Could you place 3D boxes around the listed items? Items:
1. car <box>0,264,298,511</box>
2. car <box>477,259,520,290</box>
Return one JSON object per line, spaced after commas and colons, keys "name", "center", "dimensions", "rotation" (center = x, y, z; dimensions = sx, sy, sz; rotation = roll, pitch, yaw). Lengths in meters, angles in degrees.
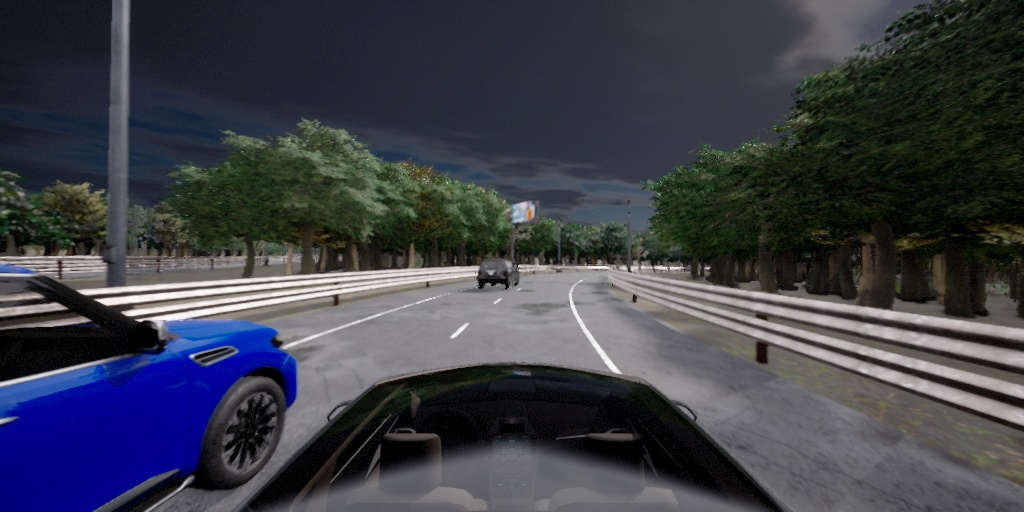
{"name": "car", "center": [-3.357, 0.956, 1.433], "dimensions": [2.150, 2.045, 5.566], "rotation": [0, 0, 0]}
{"name": "car", "center": [-0.851, 1.265, 25.810], "dimensions": [2.150, 2.045, 5.566], "rotation": [0, -1, 11]}
